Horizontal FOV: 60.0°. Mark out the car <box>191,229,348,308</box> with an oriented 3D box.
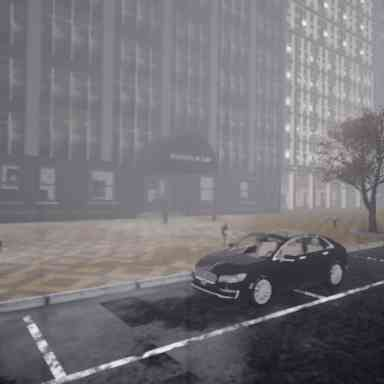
[{"bbox_3d":[2.018,1.617,7.993,4.403,1.369,2.008,1,0,-36],"label":"car"}]
